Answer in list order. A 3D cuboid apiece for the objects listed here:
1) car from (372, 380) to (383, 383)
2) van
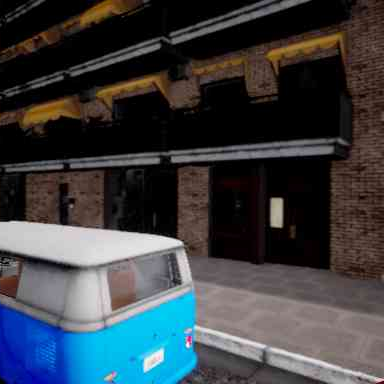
[{"bbox_3d":[2.744,1.547,0.912,4.507,1.381,1.887,0,0,36],"label":"car"},{"bbox_3d":[-1.866,1.339,4.198,3.998,1.788,1.690,0,0,36],"label":"van"}]
